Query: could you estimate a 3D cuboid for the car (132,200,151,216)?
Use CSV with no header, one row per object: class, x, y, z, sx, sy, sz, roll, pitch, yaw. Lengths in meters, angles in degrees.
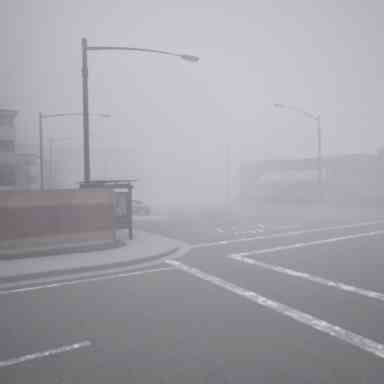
car,-5.579,1.468,31.850,1.812,1.442,4.674,-1,1,-31
